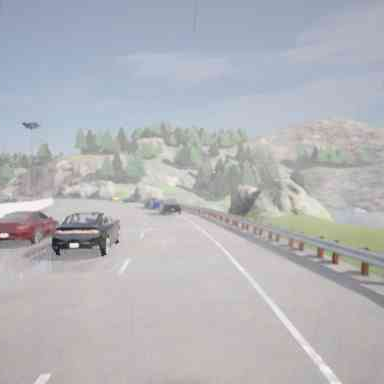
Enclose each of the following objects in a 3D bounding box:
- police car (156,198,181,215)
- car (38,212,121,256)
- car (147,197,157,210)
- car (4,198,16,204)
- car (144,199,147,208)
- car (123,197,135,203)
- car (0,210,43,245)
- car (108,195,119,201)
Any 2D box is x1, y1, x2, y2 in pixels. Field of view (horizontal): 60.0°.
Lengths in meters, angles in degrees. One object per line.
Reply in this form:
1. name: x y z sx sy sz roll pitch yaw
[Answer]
1. police car: -2.373 1.543 35.466 1.930 1.638 5.238 0 0 -11
2. car: -4.031 1.544 13.325 2.128 1.511 4.902 0 0 -4
3. car: -4.681 1.634 46.040 1.882 1.535 5.008 0 0 -14
4. car: -31.189 1.757 57.569 2.128 1.511 4.902 0 0 -19
5. car: -6.354 1.531 52.353 2.097 1.767 4.553 0 0 -16
6. car: -13.381 1.715 70.284 1.895 1.301 4.718 0 0 -22
7. car: -7.752 1.595 15.711 1.812 1.442 4.674 0 0 -5
8. car: -20.403 1.614 86.294 1.882 1.535 5.008 0 0 -28
